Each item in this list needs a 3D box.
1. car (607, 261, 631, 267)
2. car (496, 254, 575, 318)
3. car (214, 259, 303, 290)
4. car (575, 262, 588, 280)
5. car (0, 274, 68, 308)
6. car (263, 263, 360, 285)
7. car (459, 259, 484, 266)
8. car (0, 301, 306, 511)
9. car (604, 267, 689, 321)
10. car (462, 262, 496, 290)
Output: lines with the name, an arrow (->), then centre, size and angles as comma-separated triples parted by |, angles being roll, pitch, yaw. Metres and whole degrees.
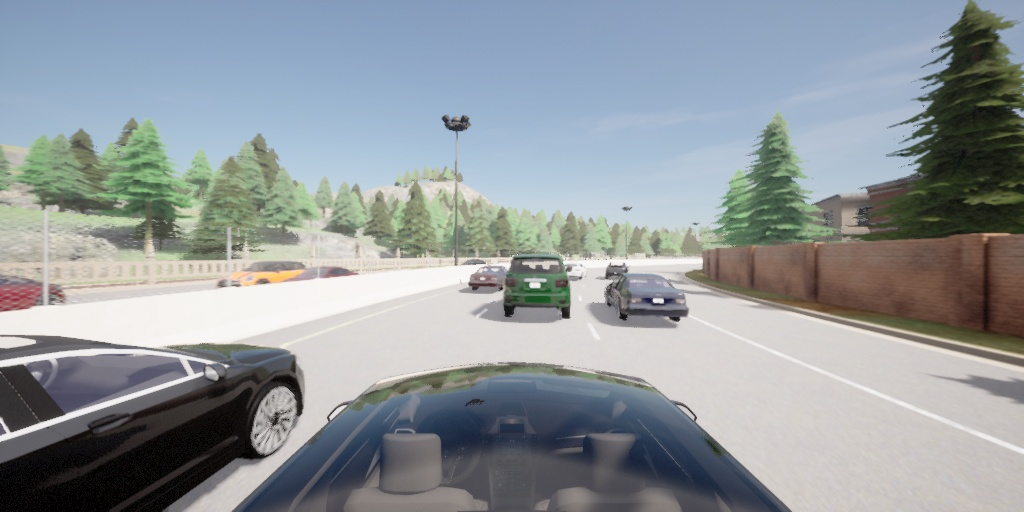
car -> 9.599, 1.232, 32.426 | 2.128, 1.511, 4.902 | 0, 0, 21
car -> 1.038, 0.957, 13.257 | 2.150, 2.045, 5.566 | 0, 0, 8
car -> -12.451, 1.023, 18.344 | 2.097, 1.767, 4.553 | 0, 0, 10
car -> 5.357, 1.250, 31.043 | 1.812, 1.442, 4.674 | 0, 0, 18
car -> -16.948, 1.228, 11.008 | 1.994, 1.385, 4.181 | 0, 0, 6
car -> -9.116, 1.212, 17.271 | 1.812, 1.442, 4.674 | 0, 0, 9
car -> -5.506, 1.151, 50.408 | 1.837, 1.490, 4.892 | 0, 1, 27
car -> -3.272, 1.227, 2.109 | 2.128, 1.511, 4.902 | 0, 0, 1
car -> 4.437, 1.298, 12.536 | 2.033, 1.411, 5.357 | 0, 0, 8
car -> -1.013, 1.261, 21.655 | 2.033, 1.411, 5.357 | 0, 0, 13
